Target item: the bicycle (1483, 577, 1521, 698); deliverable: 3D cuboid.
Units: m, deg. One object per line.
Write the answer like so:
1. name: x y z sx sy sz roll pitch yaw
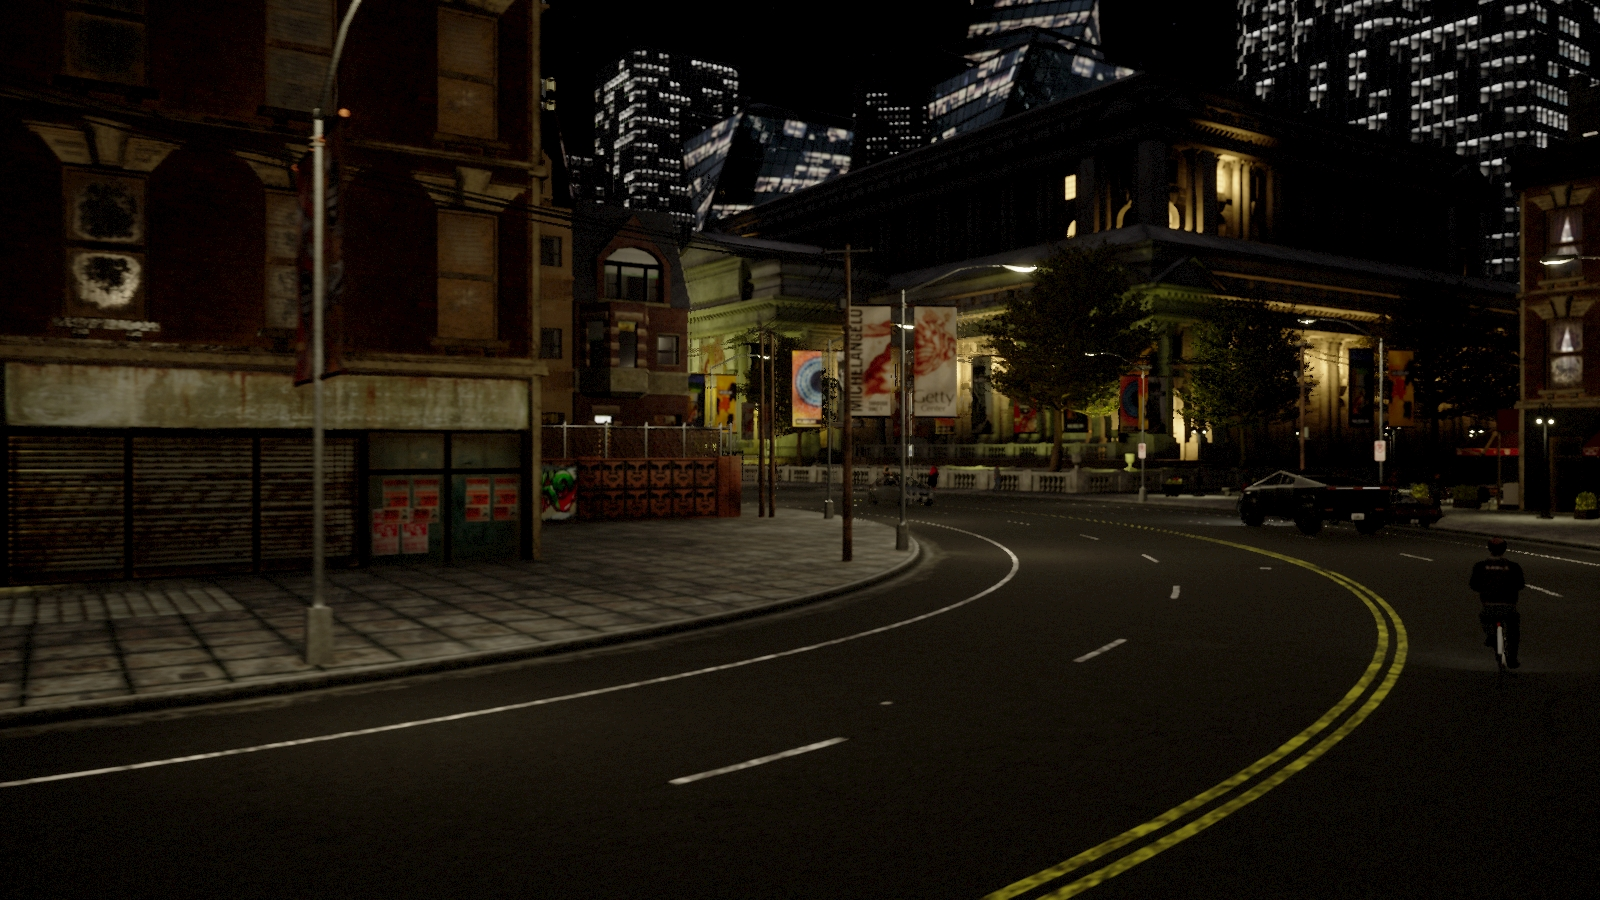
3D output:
1. bicycle: 8.457 2.213 13.772 0.329 1.171 1.835 -2 -1 31

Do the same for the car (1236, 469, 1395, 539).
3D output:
1. car: 17.585 1.763 39.457 2.390 2.098 6.274 0 0 -3
